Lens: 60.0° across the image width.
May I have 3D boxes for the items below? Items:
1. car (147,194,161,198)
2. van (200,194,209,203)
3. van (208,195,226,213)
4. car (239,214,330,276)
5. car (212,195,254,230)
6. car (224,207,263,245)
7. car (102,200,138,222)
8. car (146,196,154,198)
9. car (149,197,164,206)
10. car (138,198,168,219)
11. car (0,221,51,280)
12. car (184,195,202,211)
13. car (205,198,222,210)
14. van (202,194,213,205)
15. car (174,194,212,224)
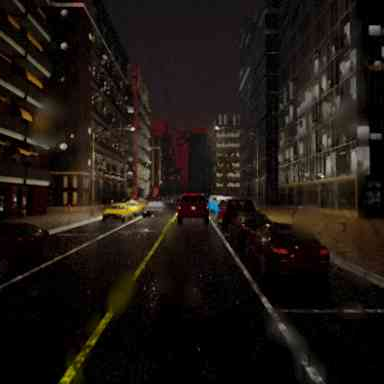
[{"bbox_3d":[-5.686,1.255,48.061,2.192,1.841,5.009,1,0,0],"label":"car"},{"bbox_3d":[2.686,1.253,70.114,1.690,1.788,3.998,1,0,0],"label":"van"},{"bbox_3d":[2.696,1.294,37.066,1.690,1.788,3.998,1,0,0],"label":"van"},{"bbox_3d":[2.701,1.569,10.006,1.802,1.307,4.206,1,0,0],"label":"car"},{"bbox_3d":[2.702,1.289,20.542,2.192,1.841,5.009,1,0,0],"label":"car"},{"bbox_3d":[2.699,1.563,15.034,1.802,1.307,4.206,1,0,0],"label":"car"},{"bbox_3d":[-5.683,1.493,25.846,1.752,1.417,4.829,1,0,0],"label":"car"},{"bbox_3d":[-5.687,1.479,36.869,1.752,1.417,4.829,1,0,0],"label":"car"},{"bbox_3d":[-5.692,1.478,53.572,1.887,1.381,4.507,1,0,0],"label":"car"},{"bbox_3d":[-3.106,1.511,29.004,2.033,1.411,5.357,0,0,0],"label":"car"},{"bbox_3d":[-5.646,1.570,9.900,1.802,1.307,4.206,1,0,0],"label":"car"},{"bbox_3d":[0.086,1.299,41.185,2.097,1.767,4.553,0,0,0],"label":"car"},{"bbox_3d":[2.690,1.528,42.573,1.802,1.307,4.206,1,0,0],"label":"car"},{"bbox_3d":[2.689,1.267,59.097,1.690,1.788,3.998,1,0,0],"label":"van"},{"bbox_3d":[0.091,1.184,24.542,2.150,2.045,5.566,0,-1,0],"label":"car"}]
